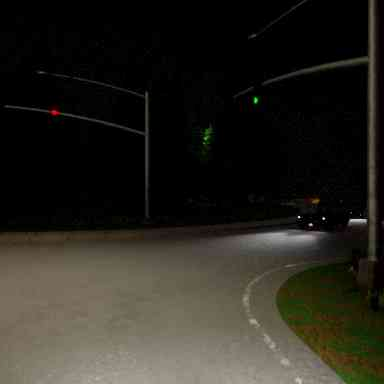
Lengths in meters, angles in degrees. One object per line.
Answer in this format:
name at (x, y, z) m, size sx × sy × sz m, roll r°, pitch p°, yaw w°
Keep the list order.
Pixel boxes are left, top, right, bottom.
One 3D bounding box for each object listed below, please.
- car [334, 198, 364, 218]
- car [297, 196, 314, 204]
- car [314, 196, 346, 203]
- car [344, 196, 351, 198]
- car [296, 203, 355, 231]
car at (13.791, 1.537, 29.147) m, size 1.994 × 1.385 × 4.181 m, roll 0°, pitch 0°, yaw 22°
car at (19.634, 1.451, 56.053) m, size 1.882 × 1.535 × 5.008 m, roll 0°, pitch 0°, yaw -16°
car at (16.711, 1.476, 40.522) m, size 1.837 × 1.490 × 4.892 m, roll 0°, pitch 1°, yaw 8°
car at (20.789, 1.325, 46.342) m, size 2.097 × 1.767 × 4.553 m, roll 0°, pitch 0°, yaw 3°
car at (8.297, 1.574, 20.809) m, size 1.895 × 1.301 × 4.718 m, roll 0°, pitch 0°, yaw 41°
